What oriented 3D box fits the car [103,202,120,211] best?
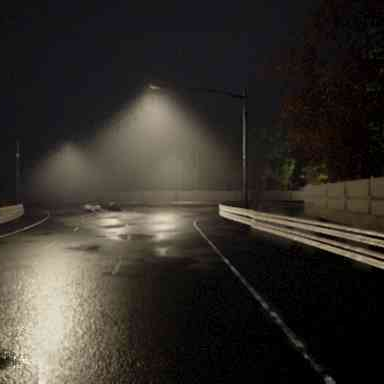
[{"bbox_3d":[-12.129,2.137,49.847,1.994,1.385,4.181,0,-1,-26],"label":"car"}]

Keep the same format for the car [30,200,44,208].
[{"bbox_3d":[-30.747,2.330,66.055,1.812,1.442,4.674,0,-1,-39],"label":"car"}]

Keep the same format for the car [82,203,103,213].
[{"bbox_3d":[-14.121,2.141,46.143,1.895,1.301,4.718,0,-1,-26],"label":"car"}]
